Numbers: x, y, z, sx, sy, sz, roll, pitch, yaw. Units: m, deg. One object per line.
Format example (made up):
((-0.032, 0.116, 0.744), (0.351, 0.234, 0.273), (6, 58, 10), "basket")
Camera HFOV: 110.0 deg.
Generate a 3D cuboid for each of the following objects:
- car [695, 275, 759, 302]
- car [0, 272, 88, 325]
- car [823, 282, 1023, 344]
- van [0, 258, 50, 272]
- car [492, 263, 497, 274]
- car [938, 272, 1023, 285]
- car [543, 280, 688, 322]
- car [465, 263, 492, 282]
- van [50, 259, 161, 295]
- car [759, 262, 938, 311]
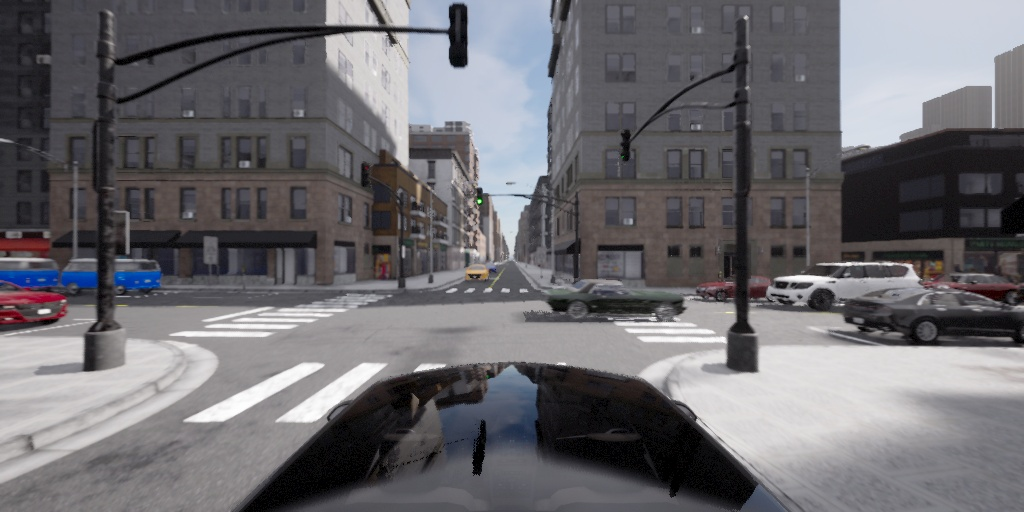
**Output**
((11.630, 1.611, 18.271), (4.207, 1.307, 1.802), (0, 0, 0), "car")
((-15.157, 1.263, 9.904), (4.507, 1.381, 1.888), (0, 0, 0), "car")
((11.606, 1.543, 9.745), (4.403, 1.370, 2.007), (0, 0, 0), "car")
((-26.115, 0.985, 18.502), (3.998, 1.789, 1.690), (0, 0, 0), "van")
((-3.130, 1.656, 49.909), (1.882, 1.535, 5.008), (0, -1, 0), "car")
((22.690, 1.585, 18.205), (4.097, 1.591, 1.967), (0, 0, 0), "car")
((3.519, 1.510, 12.652), (4.718, 1.301, 1.895), (1, 0, 0), "car")
((-3.133, 1.509, 32.717), (1.882, 1.535, 5.008), (0, -1, 0), "car")
((-20.624, 1.040, 18.470), (3.998, 1.789, 1.690), (0, 0, 0), "van")
((14.438, 1.269, 15.681), (5.566, 2.045, 2.150), (1, 0, 1), "car")
